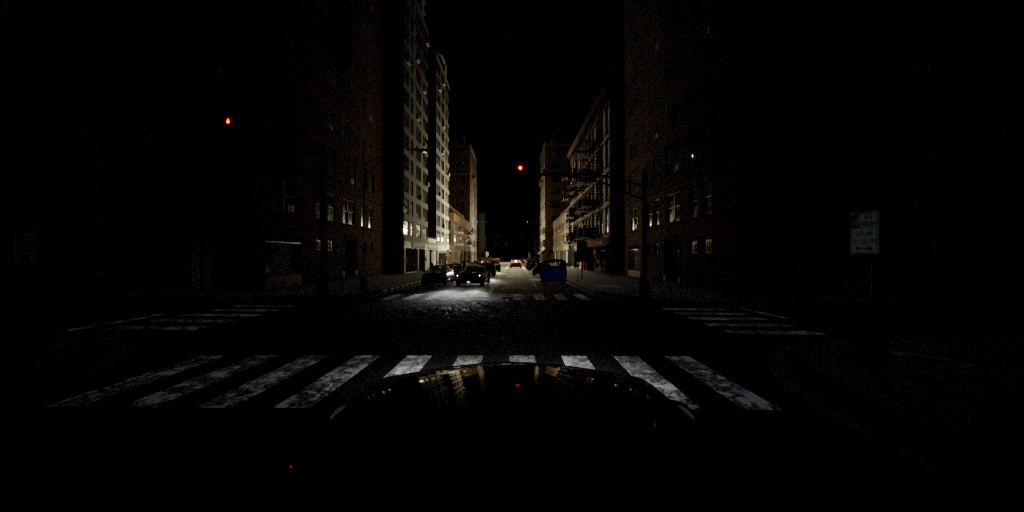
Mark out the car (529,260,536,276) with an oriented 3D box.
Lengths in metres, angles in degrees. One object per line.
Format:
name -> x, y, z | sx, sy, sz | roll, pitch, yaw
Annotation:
car -> 2.954, 1.329, 36.736 | 1.802, 1.307, 4.207 | 0, 0, 1

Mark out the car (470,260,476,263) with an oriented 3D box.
car -> -4.968, 1.269, 47.997 | 1.751, 1.417, 4.829 | 0, 0, 1

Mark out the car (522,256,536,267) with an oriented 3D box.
car -> 3.110, 1.054, 53.781 | 2.192, 1.841, 5.009 | 0, 0, 1

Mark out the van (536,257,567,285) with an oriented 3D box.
van -> 2.850, 1.089, 25.375 | 1.690, 1.789, 3.998 | 0, 0, 1

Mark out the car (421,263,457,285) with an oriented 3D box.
car -> -5.175, 1.299, 25.440 | 2.007, 1.370, 4.403 | 0, 0, 1

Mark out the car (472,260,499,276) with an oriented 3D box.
car -> -2.544, 1.349, 35.158 | 1.895, 1.301, 4.718 | 0, 0, 1

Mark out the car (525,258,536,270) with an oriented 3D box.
car -> 3.058, 1.325, 48.099 | 1.802, 1.307, 4.207 | 0, 0, 1

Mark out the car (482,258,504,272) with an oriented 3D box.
car -> -2.446, 1.309, 45.212 | 1.994, 1.385, 4.181 | 0, 0, 1

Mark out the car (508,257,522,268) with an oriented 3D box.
car -> 0.626, 1.336, 59.057 | 1.895, 1.301, 4.718 | 0, 0, 1

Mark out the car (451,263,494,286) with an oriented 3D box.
car -> -2.649, 1.349, 25.147 | 1.895, 1.301, 4.718 | 0, 0, 4
